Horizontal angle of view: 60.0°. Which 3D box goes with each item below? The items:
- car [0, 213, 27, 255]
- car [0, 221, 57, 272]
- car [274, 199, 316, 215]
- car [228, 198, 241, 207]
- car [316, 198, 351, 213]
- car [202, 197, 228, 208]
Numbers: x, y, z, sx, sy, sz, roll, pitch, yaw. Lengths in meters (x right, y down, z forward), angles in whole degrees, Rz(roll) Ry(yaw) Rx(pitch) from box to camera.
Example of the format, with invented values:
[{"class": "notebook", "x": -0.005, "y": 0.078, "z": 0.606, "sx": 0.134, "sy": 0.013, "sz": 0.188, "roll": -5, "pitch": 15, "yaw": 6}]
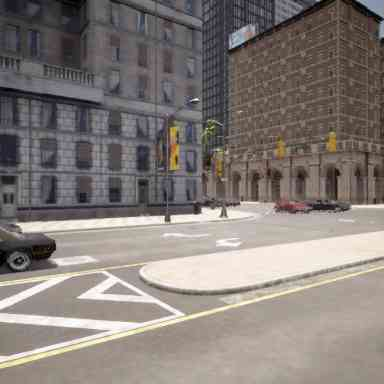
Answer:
[{"class": "car", "x": -8.471, "y": 1.564, "z": 12.100, "sx": 4.181, "sy": 1.385, "sz": 1.994, "roll": 0, "pitch": 0, "yaw": -35}, {"class": "car", "x": -6.442, "y": 1.601, "z": 9.248, "sx": 4.718, "sy": 1.301, "sz": 1.895, "roll": 0, "pitch": 0, "yaw": -35}, {"class": "car", "x": 10.396, "y": 1.525, "z": 34.725, "sx": 1.812, "sy": 1.442, "sz": 4.674, "roll": 1, "pitch": 0, "yaw": -19}, {"class": "car", "x": 5.025, "y": 1.547, "z": 50.163, "sx": 2.033, "sy": 1.411, "sz": 5.357, "roll": 0, "pitch": 0, "yaw": -35}, {"class": "car", "x": 15.235, "y": 1.506, "z": 37.388, "sx": 4.892, "sy": 1.490, "sz": 1.837, "roll": -1, "pitch": 0, "yaw": 44}, {"class": "car", "x": 2.534, "y": 1.505, "z": 47.622, "sx": 1.837, "sy": 1.490, "sz": 4.892, "roll": 0, "pitch": 0, "yaw": -35}]
